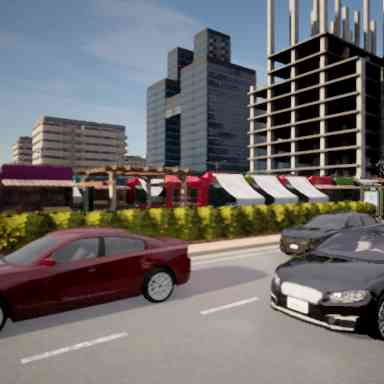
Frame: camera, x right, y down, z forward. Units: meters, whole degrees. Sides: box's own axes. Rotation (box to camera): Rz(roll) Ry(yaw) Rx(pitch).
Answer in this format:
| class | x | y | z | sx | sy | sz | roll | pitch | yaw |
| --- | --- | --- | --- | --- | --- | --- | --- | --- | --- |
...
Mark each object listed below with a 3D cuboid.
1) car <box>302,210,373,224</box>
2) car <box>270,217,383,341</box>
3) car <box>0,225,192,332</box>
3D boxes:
| class | x | y | z | sx | sy | sz | roll | pitch | yaw |
| --- | --- | --- | --- | --- | --- | --- | --- | --- | --- |
| car | 5.283 | 1.463 | 12.052 | 5.008 | 1.535 | 1.882 | 0 | 0 | -35 |
| car | 3.629 | 1.483 | 6.578 | 4.902 | 1.511 | 2.128 | 0 | 0 | -35 |
| car | -2.338 | 1.476 | 6.625 | 5.008 | 1.535 | 1.882 | 0 | 0 | -36 |
